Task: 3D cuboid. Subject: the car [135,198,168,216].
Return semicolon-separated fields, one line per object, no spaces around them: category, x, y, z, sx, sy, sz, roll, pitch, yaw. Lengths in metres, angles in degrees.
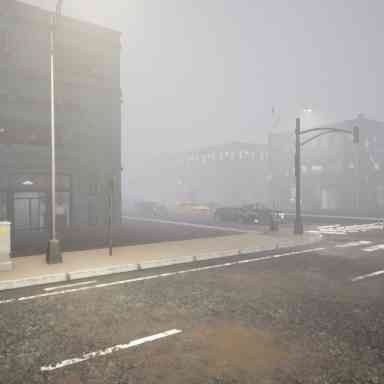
car;-4.416;1.846;37.965;1.967;1.590;4.097;-1;0;-35

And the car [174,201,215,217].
car;-0.095;1.814;36.381;1.882;1.535;5.008;-1;0;-36

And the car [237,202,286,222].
car;5.702;1.713;28.216;2.128;1.511;4.902;-1;0;-35

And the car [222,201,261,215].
car;5.623;1.809;38.309;2.008;1.369;4.403;-2;0;-35

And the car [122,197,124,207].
car;-13.619;1.939;65.381;2.192;1.841;5.009;-1;0;-35

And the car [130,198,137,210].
car;-6.088;1.930;44.831;1.882;1.535;5.008;-1;0;-35

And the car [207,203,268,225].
car;3.526;1.814;26.583;1.947;1.339;4.313;-1;0;-35

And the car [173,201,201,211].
car;-0.788;1.965;47.333;1.802;1.307;4.206;-2;0;-35

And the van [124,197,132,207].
van;-10.412;1.906;60.869;1.690;1.788;3.998;-1;0;-35
